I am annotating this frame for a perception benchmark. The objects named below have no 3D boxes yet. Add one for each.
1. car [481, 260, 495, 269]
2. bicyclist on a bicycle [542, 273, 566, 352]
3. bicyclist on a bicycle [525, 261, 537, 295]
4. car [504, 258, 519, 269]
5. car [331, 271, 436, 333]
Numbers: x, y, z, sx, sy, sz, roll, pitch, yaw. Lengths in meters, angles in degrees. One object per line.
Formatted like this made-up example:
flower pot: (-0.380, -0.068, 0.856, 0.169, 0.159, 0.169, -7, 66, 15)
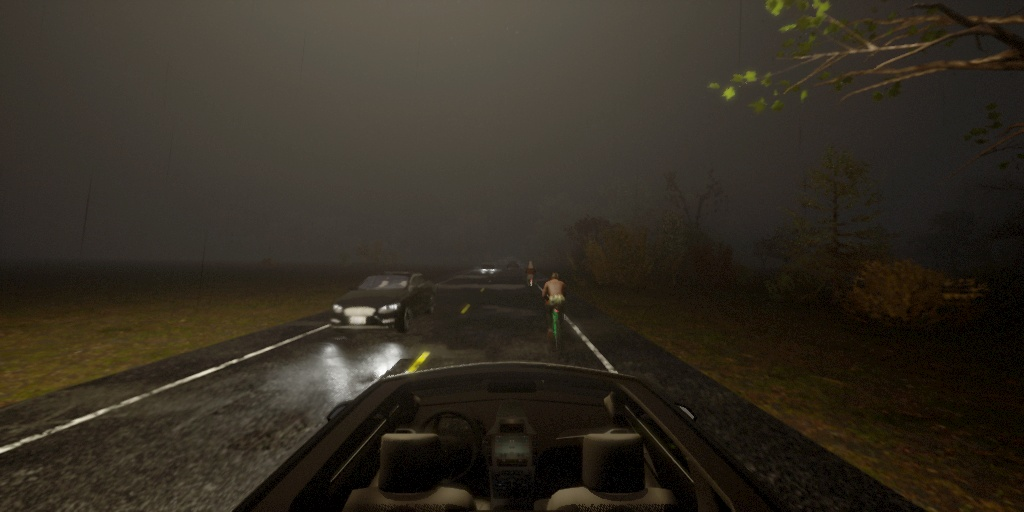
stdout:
car: (-3.569, 1.304, 54.022, 1.994, 1.385, 4.181, 0, 0, 0)
bicyclist on a bicycle: (0.963, 1.201, 8.012, 0.582, 1.620, 1.656, 0, 0, 0)
bicyclist on a bicycle: (0.965, 1.117, 18.579, 0.659, 1.776, 1.843, 0, 0, 0)
car: (0.109, 1.302, 57.757, 1.994, 1.385, 4.181, 0, 0, 0)
car: (-3.599, 1.239, 10.847, 2.128, 1.511, 4.902, 0, 0, 0)
